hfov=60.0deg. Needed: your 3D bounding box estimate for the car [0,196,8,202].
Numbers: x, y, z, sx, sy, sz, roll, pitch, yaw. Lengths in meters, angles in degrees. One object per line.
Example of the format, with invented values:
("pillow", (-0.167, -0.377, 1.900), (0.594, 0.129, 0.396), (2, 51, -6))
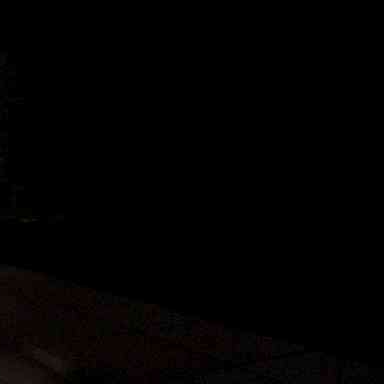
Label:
("car", (-27.117, 1.369, 47.572), (1.882, 1.535, 5.008), (0, 0, 31))
